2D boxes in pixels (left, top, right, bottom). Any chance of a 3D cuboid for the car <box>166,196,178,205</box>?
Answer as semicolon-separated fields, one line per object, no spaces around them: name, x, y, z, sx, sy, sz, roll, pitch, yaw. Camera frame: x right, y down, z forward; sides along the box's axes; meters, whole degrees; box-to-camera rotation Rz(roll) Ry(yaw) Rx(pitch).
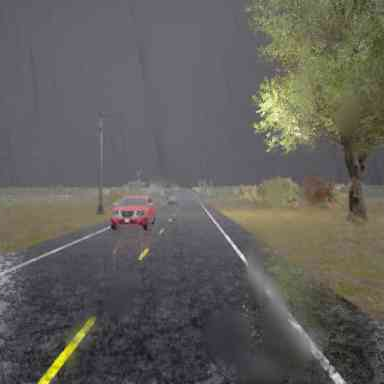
car;-3.538;1.500;61.006;1.837;1.490;4.892;0;0;1

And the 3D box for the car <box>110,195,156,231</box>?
car;-3.601;1.236;21.216;2.150;2.045;5.566;0;0;0
